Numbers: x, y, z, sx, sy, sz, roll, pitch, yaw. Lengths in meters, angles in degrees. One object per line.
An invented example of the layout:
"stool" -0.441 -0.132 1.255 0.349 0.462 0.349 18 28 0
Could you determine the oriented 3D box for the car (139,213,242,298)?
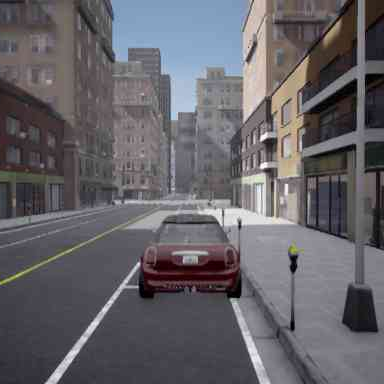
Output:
"car" -0.033 1.341 8.622 2.097 1.767 4.553 0 0 0
